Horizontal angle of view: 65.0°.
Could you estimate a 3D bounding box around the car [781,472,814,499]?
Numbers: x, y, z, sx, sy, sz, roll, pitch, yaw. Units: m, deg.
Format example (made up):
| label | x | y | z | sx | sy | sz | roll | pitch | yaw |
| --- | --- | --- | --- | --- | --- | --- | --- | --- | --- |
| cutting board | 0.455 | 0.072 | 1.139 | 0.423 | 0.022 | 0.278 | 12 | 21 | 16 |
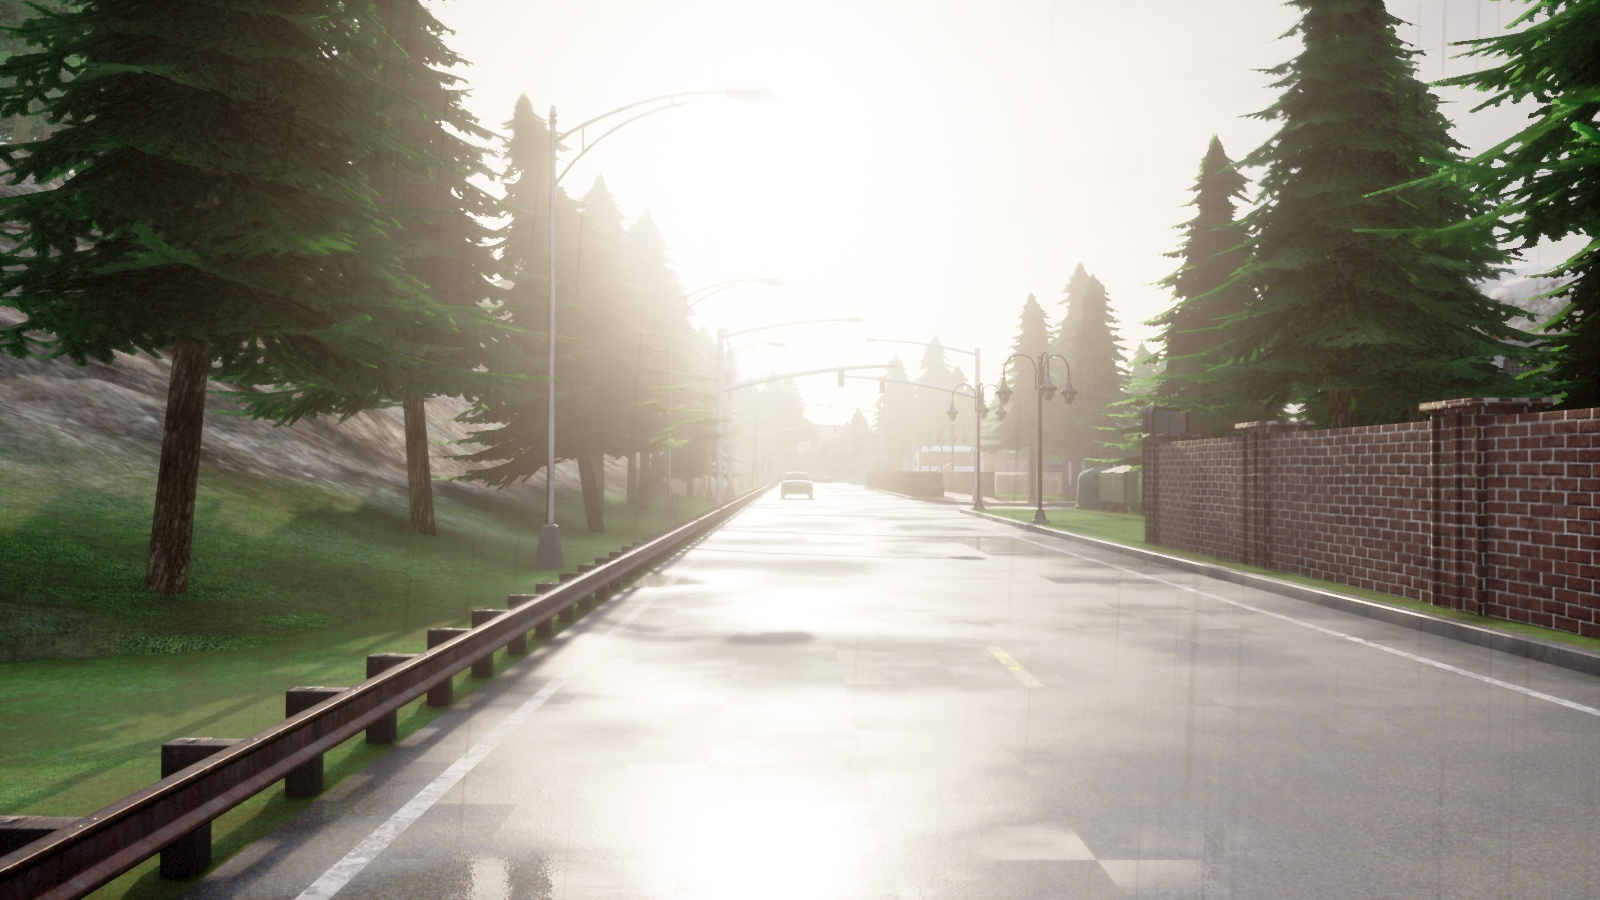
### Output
| label | x | y | z | sx | sy | sz | roll | pitch | yaw |
| --- | --- | --- | --- | --- | --- | --- | --- | --- | --- |
| car | -0.162 | 2.029 | 72.178 | 1.837 | 1.490 | 4.892 | 0 | -1 | 0 |
